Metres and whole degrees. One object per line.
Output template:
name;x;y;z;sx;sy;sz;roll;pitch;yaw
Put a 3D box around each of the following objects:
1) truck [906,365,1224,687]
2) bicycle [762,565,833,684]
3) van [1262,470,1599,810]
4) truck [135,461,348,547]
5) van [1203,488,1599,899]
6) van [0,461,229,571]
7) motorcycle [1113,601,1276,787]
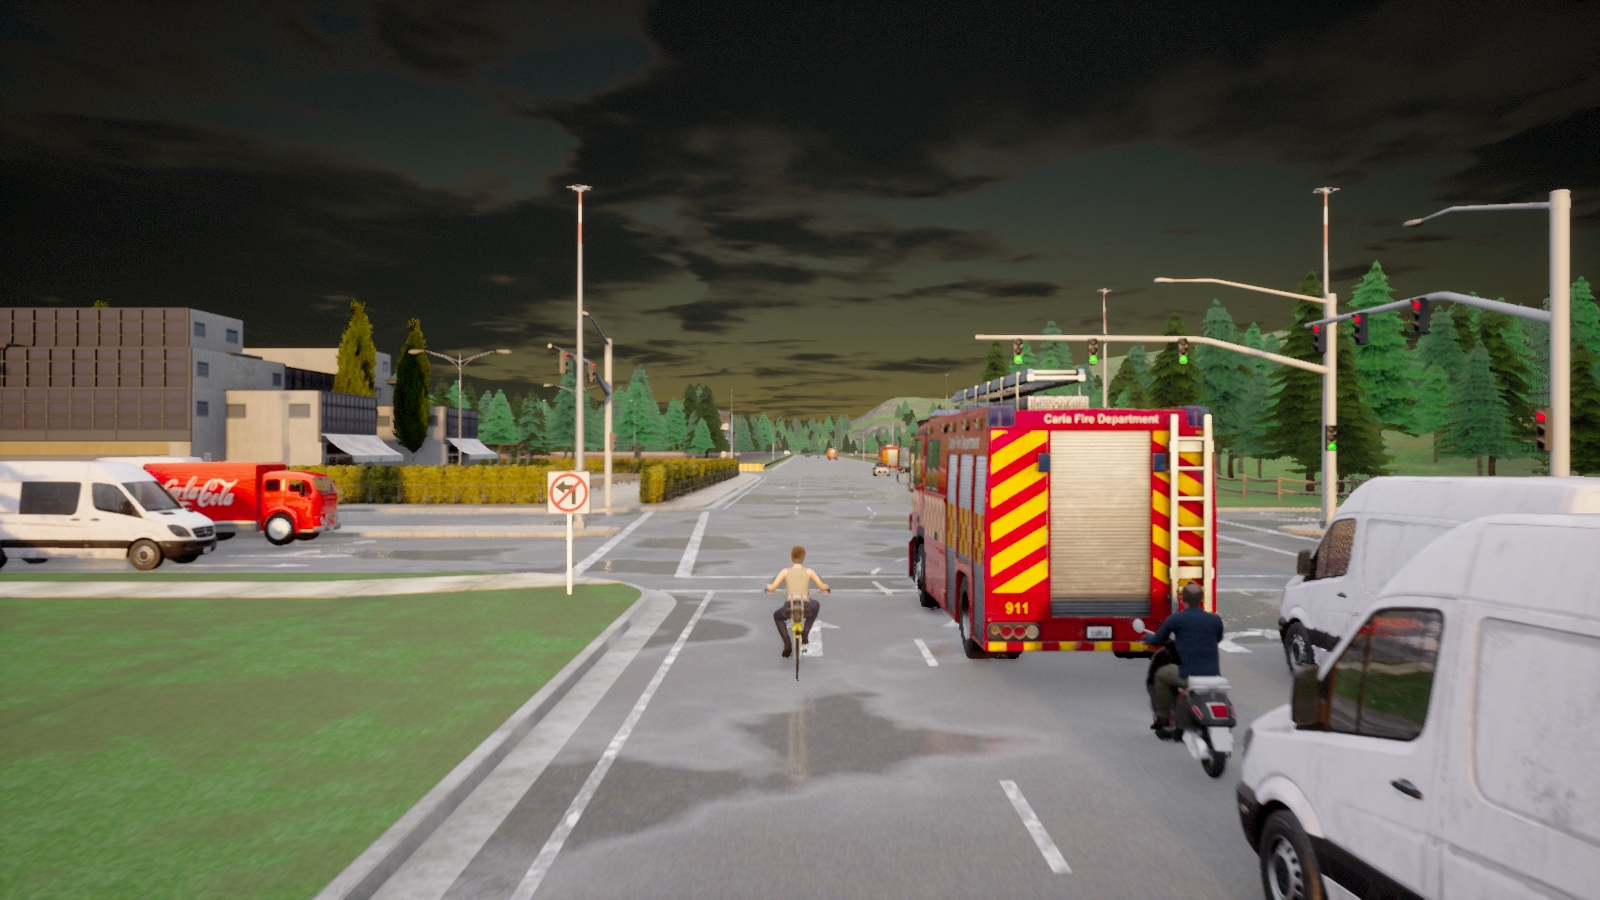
truck;3.554;0.903;17.844;2.891;3.827;8.468;0;0;-1
bicycle;-0.030;2.168;14.460;0.859;1.276;1.487;0;0;0
van;7.004;1.543;11.920;1.988;2.561;5.915;0;0;0
truck;-16.838;1.591;34.709;5.204;2.467;2.627;0;0;-1
van;3.931;1.538;4.732;1.988;2.561;5.915;0;0;-5
van;-17.310;1.553;27.701;5.915;2.561;1.988;0;0;-1
motorcycle;3.531;2.150;10.411;0.856;1.316;1.805;0;0;0
